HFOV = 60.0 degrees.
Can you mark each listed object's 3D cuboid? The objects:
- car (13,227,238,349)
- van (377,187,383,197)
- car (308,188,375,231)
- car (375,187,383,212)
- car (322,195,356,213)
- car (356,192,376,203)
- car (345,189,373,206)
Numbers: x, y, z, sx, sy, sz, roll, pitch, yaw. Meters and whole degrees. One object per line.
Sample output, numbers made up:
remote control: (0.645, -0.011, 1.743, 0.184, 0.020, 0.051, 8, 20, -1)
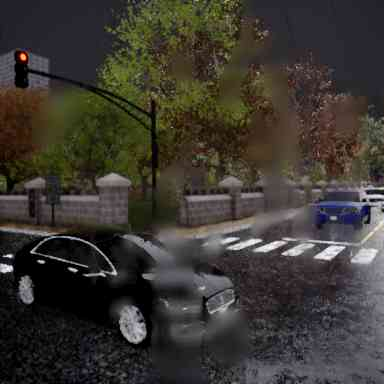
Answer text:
car: (-1.503, 1.482, 6.243, 4.892, 1.490, 1.837, 0, 1, 36)
van: (36.014, 0.015, 62.713, 1.690, 1.788, 3.998, 0, 1, 35)
car: (8.460, 0.871, 18.450, 2.150, 2.045, 5.566, 0, 1, 35)
car: (16.071, 0.629, 29.416, 2.150, 2.045, 5.566, 0, 1, 35)
car: (13.346, 0.985, 30.034, 2.008, 1.369, 4.403, 0, 1, 35)
car: (23.061, 0.700, 44.040, 1.802, 1.307, 4.206, 0, 1, 35)
car: (19.821, 0.540, 39.368, 2.192, 1.841, 5.009, 0, 1, 35)
